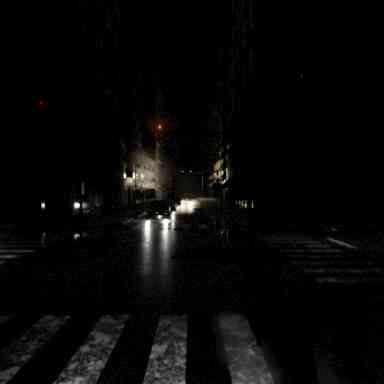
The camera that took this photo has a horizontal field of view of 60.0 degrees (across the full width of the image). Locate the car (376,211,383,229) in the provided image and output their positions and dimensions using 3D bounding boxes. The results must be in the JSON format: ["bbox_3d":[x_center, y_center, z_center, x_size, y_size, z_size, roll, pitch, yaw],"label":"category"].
[{"bbox_3d":[12.335,1.264,17.110,5.009,1.841,2.192,0,0,0],"label":"car"}]

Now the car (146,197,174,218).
[{"bbox_3d":[-2.871,1.465,29.502,1.837,1.490,4.892,0,0,0],"label":"car"}]

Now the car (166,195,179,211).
[{"bbox_3d":[-2.871,1.468,39.368,1.812,1.442,4.674,0,0,0],"label":"car"}]

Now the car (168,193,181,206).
[{"bbox_3d":[-2.868,1.140,52.335,2.150,2.045,5.566,0,0,1],"label":"car"}]
